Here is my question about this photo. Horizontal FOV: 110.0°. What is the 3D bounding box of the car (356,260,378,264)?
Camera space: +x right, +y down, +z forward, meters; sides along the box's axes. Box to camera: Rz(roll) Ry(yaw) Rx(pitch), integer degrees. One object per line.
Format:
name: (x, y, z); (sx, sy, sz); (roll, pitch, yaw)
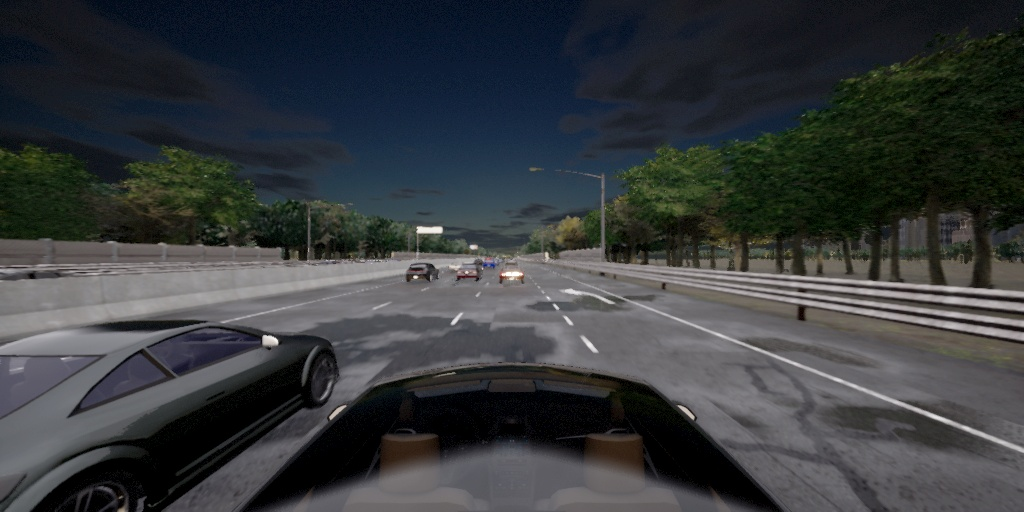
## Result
car: (-21.072, 1.370, 54.253); (2.033, 1.411, 5.357); (0, 0, 0)

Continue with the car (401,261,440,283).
car: (-7.024, 1.286, 28.569); (1.837, 1.490, 4.892); (0, 0, 0)

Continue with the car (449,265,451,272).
car: (-7.050, 1.407, 47.556); (1.895, 1.301, 4.718); (0, 0, 0)

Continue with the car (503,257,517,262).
car: (-0.055, 1.292, 53.514); (1.882, 1.535, 5.008); (0, 0, 0)

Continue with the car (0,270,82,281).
car: (-17.603, 1.267, 12.405); (1.837, 1.490, 4.892); (0, 0, 0)

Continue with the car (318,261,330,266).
car: (-28.071, 1.389, 55.289); (1.994, 1.385, 4.181); (0, 0, 0)

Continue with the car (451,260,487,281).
car: (-3.533, 1.328, 30.532); (2.033, 1.411, 5.357); (0, 0, 0)

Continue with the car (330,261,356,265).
car: (-24.578, 1.421, 53.353); (1.895, 1.301, 4.718); (0, 0, 1)

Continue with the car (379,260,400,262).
car: (-17.593, 1.298, 53.400); (1.882, 1.535, 5.008); (0, 0, 1)

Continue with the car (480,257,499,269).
car: (-3.561, 1.299, 57.534); (1.882, 1.535, 5.008); (0, 0, 0)

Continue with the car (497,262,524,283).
car: (-0.026, 1.377, 28.526); (1.895, 1.301, 4.718); (0, 0, 0)

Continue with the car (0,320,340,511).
car: (-3.501, 1.316, 3.545); (1.994, 1.385, 4.181); (0, 0, 0)
